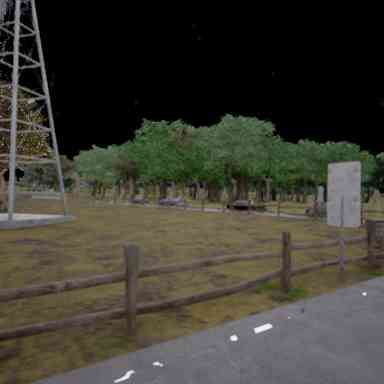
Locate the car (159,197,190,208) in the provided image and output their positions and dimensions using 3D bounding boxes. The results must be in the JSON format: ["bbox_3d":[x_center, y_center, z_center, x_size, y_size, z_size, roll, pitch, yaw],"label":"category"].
[{"bbox_3d":[-2.145,1.494,47.598,2.128,1.511,4.902,2,-1,-35],"label":"car"}]

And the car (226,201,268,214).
[{"bbox_3d":[5.952,1.613,36.241,1.895,1.301,4.718,2,-1,-36],"label":"car"}]

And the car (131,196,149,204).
[{"bbox_3d":[-9.935,1.549,63.345,2.128,1.511,4.902,2,-1,-36],"label":"car"}]

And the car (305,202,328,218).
[{"bbox_3d":[11.752,1.580,28.134,1.994,1.385,4.181,2,-1,-36],"label":"car"}]
